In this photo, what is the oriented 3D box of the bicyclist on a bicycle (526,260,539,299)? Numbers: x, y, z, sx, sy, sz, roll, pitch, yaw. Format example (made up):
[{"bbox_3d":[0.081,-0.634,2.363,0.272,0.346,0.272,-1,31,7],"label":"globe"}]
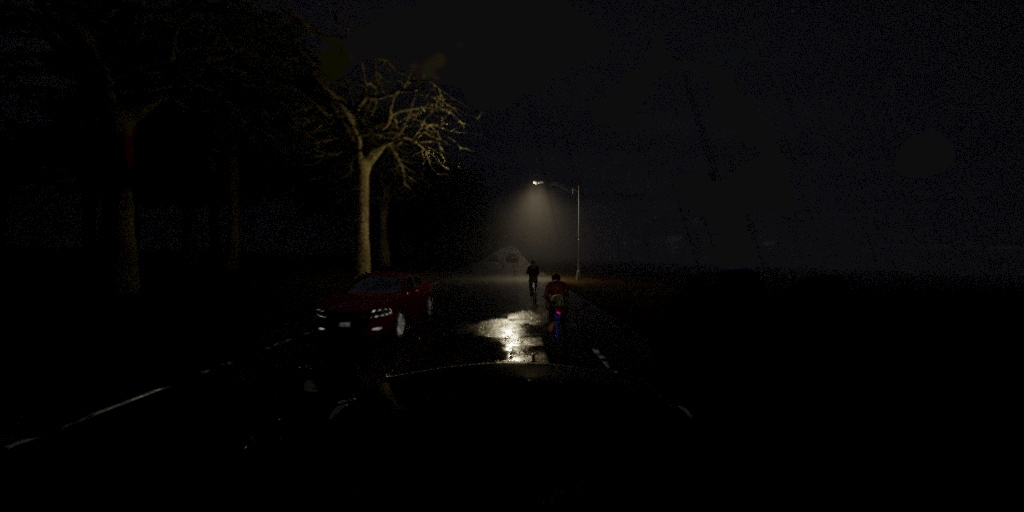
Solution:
[{"bbox_3d":[0.966,1.054,16.534,0.659,1.776,1.843,0,1,0],"label":"bicyclist on a bicycle"}]

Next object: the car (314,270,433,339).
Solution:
[{"bbox_3d":[-3.599,1.200,10.217,1.882,1.535,5.008,0,0,0],"label":"car"}]

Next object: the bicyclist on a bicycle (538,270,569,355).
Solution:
[{"bbox_3d":[0.964,1.184,7.691,0.582,1.620,1.656,0,0,0],"label":"bicyclist on a bicycle"}]
